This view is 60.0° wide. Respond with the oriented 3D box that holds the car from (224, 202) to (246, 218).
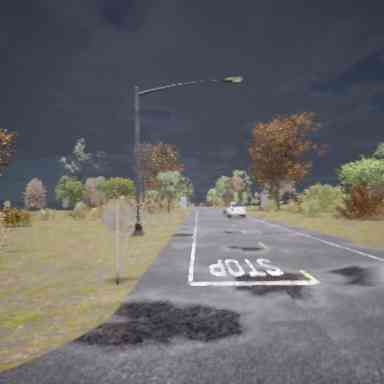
[{"bbox_3d":[5.928,2.423,44.707,2.150,2.045,5.566,-1,-2,1],"label":"car"}]
